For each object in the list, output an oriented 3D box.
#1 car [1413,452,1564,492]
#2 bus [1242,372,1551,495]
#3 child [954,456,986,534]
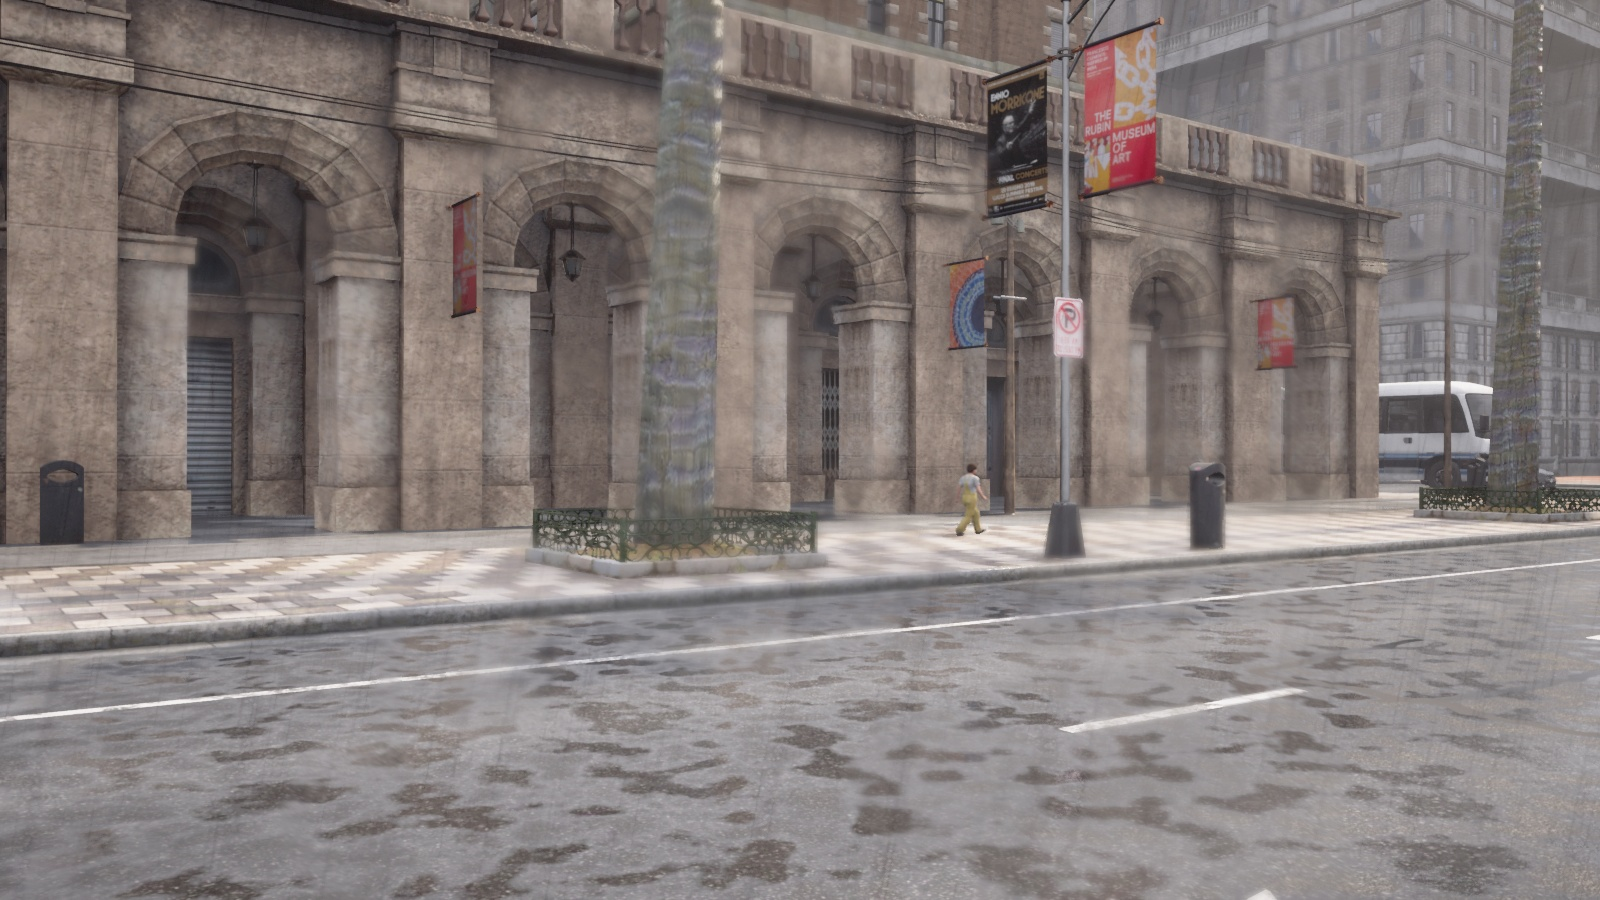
[{"bbox_3d":[26.913,0.813,49.256,1.837,1.490,4.892,0,0,-34],"label":"car"},{"bbox_3d":[22.863,-0.560,48.917,3.944,4.253,10.273,0,0,-35],"label":"bus"},{"bbox_3d":[2.776,0.726,20.494,0.437,1.263,0.270,0,0,-35],"label":"child"}]
